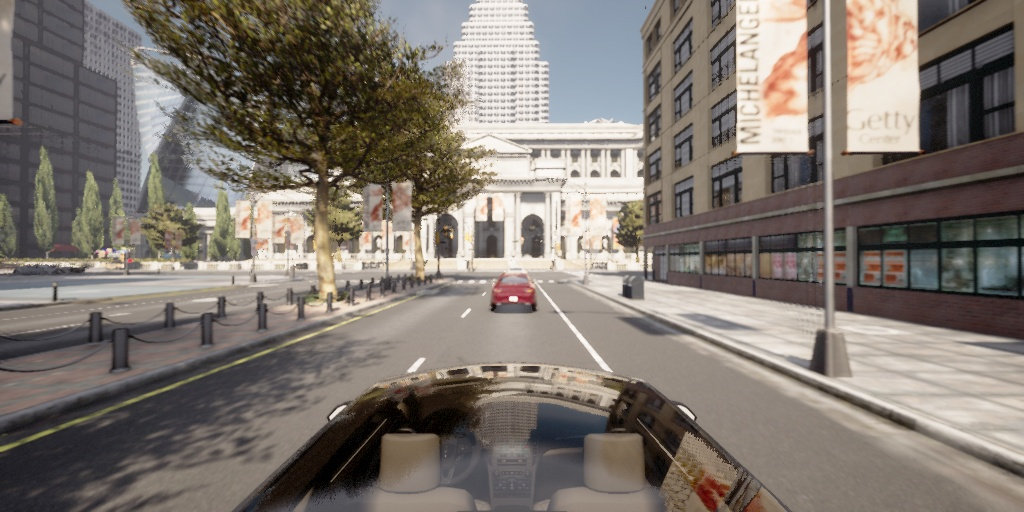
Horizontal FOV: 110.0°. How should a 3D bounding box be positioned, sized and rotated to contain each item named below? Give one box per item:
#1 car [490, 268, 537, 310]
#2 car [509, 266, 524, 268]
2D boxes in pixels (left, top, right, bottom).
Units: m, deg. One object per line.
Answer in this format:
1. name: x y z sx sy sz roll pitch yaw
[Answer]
1. car: 0.099 1.412 15.385 1.812 1.442 4.674 0 0 1
2. car: 0.405 1.561 30.385 1.812 1.442 4.674 0 0 4
